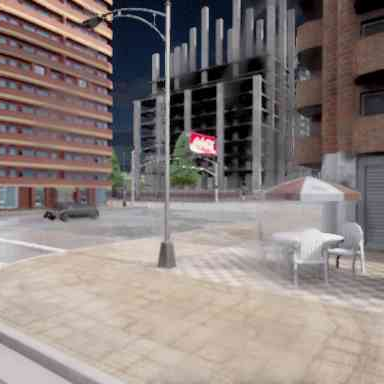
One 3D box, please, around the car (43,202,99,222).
[{"bbox_3d":[-9.389,1.501,26.122,1.994,1.385,4.181,0,0,36],"label":"car"}]
